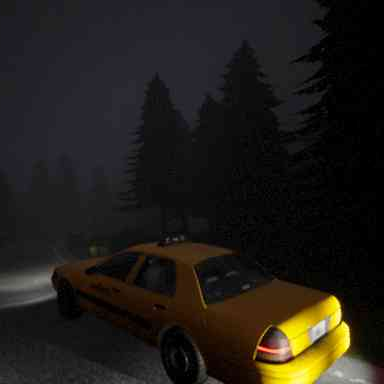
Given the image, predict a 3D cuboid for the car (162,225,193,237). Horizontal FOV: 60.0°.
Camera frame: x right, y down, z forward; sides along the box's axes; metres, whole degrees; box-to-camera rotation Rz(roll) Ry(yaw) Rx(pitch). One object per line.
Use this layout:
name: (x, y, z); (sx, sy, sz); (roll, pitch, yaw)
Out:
car: (-1.942, 5.527, 46.812); (1.882, 1.535, 5.008); (-5, -8, 31)

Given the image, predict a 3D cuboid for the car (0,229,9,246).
car: (-11.870, 2.488, 18.270); (1.895, 1.301, 4.718); (-3, -4, -10)

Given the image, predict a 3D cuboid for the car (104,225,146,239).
car: (-7.376, 4.479, 37.404); (2.033, 1.411, 5.357); (-4, -8, 21)

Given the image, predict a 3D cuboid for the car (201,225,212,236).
car: (3.146, 8.327, 71.078); (2.150, 2.045, 5.566); (-3, -8, 3)

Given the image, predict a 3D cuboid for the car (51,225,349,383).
car: (-0.482, 1.442, 5.322); (5.366, 1.575, 1.801); (0, 1, 45)
